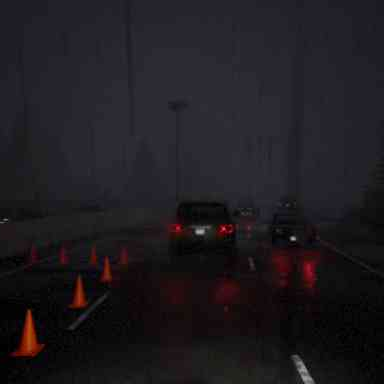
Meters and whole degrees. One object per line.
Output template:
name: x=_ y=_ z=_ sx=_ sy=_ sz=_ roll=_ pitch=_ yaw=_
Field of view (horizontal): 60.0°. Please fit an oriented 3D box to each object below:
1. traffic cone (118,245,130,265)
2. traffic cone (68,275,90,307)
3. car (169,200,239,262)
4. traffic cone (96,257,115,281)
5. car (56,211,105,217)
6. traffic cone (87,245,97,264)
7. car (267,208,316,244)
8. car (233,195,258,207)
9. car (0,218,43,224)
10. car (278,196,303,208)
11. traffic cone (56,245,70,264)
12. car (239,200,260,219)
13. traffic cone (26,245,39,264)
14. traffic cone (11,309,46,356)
traffic cone: x=-2.199 y=2.030 z=10.799 sx=0.340 sy=0.580 sz=0.340 roll=0 pitch=0 yaw=1
traffic cone: x=-2.301 y=2.003 z=6.801 sx=0.340 sy=0.580 sz=0.340 roll=0 pitch=0 yaw=1
car: x=0.596 y=1.307 z=12.672 sx=2.150 sy=2.045 sz=5.566 roll=0 pitch=0 yaw=7
traffic cone: x=-2.250 y=2.017 z=8.800 sx=0.340 sy=0.580 sz=0.340 roll=0 pitch=0 yaw=1
car: x=-7.994 y=1.675 z=24.457 sx=1.837 sy=1.490 sz=4.892 roll=0 pitch=0 yaw=14
traffic cone: x=-3.199 y=2.031 z=10.825 sx=0.340 sy=0.580 sz=0.340 roll=0 pitch=0 yaw=1
car: x=4.722 y=1.708 z=16.384 sx=1.895 sy=1.301 sz=4.718 roll=0 pitch=0 yaw=10
car: x=10.158 y=1.642 z=62.736 sx=2.150 sy=2.045 sz=5.566 roll=0 pitch=-1 yaw=37
car: x=-12.178 y=1.704 z=22.065 sx=2.033 sy=1.411 sz=5.357 roll=0 pitch=0 yaw=12
car: x=10.679 y=1.456 z=35.865 sx=2.150 sy=2.045 sz=5.566 roll=0 pitch=0 yaw=24
traffic cone: x=-4.199 y=2.032 z=10.850 sx=0.340 sy=0.580 sz=0.340 roll=0 pitch=0 yaw=1
car: x=5.372 y=1.703 z=31.885 sx=2.128 sy=1.511 sz=4.902 roll=0 pitch=0 yaw=20
traffic cone: x=-5.198 y=2.033 z=10.876 sx=0.340 sy=0.580 sz=0.340 roll=0 pitch=0 yaw=1
traffic cone: x=-2.352 y=1.990 z=4.801 sx=0.340 sy=0.580 sz=0.340 roll=0 pitch=0 yaw=1
